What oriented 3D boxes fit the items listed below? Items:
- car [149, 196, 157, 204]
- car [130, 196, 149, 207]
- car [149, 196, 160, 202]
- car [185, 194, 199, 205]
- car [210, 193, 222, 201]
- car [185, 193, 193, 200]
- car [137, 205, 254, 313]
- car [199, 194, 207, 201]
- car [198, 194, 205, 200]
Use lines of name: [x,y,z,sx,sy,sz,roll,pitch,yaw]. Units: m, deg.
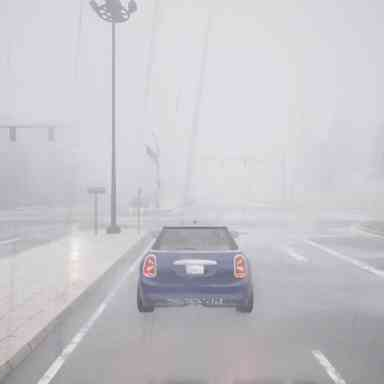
car: [-8.357,1.507,64.421,1.837,1.490,4.892,0,-1,0]
car: [-8.203,1.504,50.605,1.837,1.490,4.892,0,0,-1]
car: [-8.482,1.540,75.058,2.033,1.411,5.357,0,0,-1]
car: [-0.157,1.525,54.658,1.812,1.442,4.674,0,0,-1]
car: [6.362,1.214,84.949,2.150,2.045,5.566,0,0,-1]
car: [-0.806,1.189,95.518,2.150,2.045,5.566,0,0,-1]
car: [0.071,1.352,7.839,2.097,1.767,4.553,0,0,0]
car: [2.858,1.513,85.220,1.812,1.442,4.674,0,0,-1]
car: [2.694,1.442,95.544,1.882,1.535,5.008,0,0,-1]
